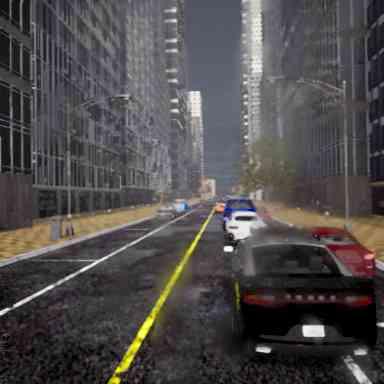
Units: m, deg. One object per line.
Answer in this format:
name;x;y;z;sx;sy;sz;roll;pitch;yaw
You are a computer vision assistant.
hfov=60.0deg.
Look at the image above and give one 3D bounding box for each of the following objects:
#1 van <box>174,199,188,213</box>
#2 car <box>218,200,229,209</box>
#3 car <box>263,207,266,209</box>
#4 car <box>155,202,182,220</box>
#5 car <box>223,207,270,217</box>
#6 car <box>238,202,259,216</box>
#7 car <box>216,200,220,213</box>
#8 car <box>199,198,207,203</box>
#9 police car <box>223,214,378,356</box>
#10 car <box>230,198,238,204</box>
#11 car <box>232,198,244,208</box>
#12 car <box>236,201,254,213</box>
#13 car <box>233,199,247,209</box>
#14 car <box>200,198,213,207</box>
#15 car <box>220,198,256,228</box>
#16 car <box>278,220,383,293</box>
van;-1.494;1.870;44.400;1.690;1.788;3.998;-1;-1;5
car;5.374;2.081;57.066;1.812;1.442;4.674;-1;-1;5
car;5.307;1.814;26.629;1.802;1.307;4.206;-1;-1;5
car;-2.523;1.973;33.060;2.008;1.369;4.403;-1;-1;5
car;2.578;1.680;16.392;1.812;1.442;4.674;-1;-1;5
car;6.338;1.895;37.967;2.008;1.369;4.403;-1;-1;5
car;4.221;1.793;44.217;2.097;1.767;4.553;-1;-1;6
car;3.150;2.502;95.420;1.887;1.381;4.507;-1;-1;5
police car;1.680;1.478;6.545;1.930;1.638;5.238;-1;-1;5
car;10.464;2.281;83.318;1.887;1.381;4.507;-1;-1;5
car;8.399;1.986;60.643;1.967;1.590;4.097;-1;-1;5
car;6.854;1.947;43.636;2.008;1.369;4.403;-1;-1;5
car;7.884;1.936;54.975;1.967;1.590;4.097;-1;-1;5
car;3.143;2.222;65.661;2.033;1.411;5.357;-1;-1;5
car;3.119;1.441;22.401;2.150;2.045;5.566;-1;-1;5
car;3.760;1.640;9.622;1.802;1.307;4.206;-1;-1;5
